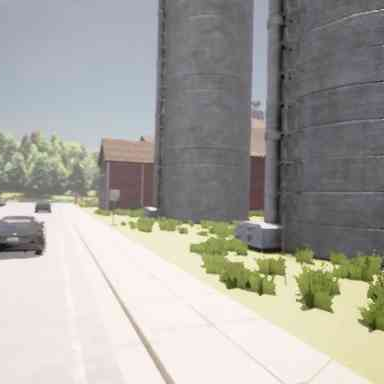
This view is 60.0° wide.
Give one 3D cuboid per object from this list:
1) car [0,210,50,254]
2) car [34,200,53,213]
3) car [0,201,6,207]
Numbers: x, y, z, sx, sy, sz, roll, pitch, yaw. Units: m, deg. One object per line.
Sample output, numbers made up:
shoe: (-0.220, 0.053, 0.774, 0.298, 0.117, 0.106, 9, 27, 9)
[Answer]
car: (-7.053, 1.650, 13.548, 1.994, 1.385, 4.181, 2, -1, -22)
car: (-18.753, 1.829, 41.930, 1.837, 1.490, 4.892, 2, -1, -22)
car: (-32.610, 1.703, 54.109, 4.193, 1.474, 1.816, 2, -1, -22)
